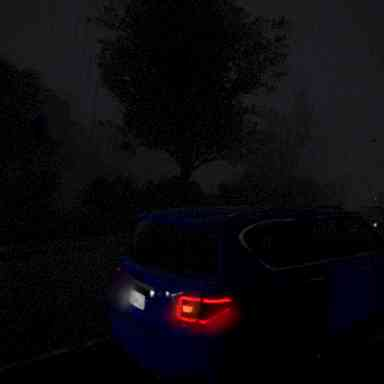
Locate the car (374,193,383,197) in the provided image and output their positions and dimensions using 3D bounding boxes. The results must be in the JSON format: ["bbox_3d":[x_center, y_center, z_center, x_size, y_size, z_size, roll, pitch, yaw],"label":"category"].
[{"bbox_3d":[30.105,0.943,52.923,2.097,1.767,4.553,0,0,25],"label":"car"}]

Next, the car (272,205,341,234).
[{"bbox_3d":[6.726,1.491,19.226,1.895,1.301,4.718,0,0,45],"label":"car"}]

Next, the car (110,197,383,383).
[{"bbox_3d":[1.549,1.197,5.102,5.566,2.045,2.150,0,0,-38],"label":"car"}]

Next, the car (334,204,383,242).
[{"bbox_3d":[8.923,1.412,16.536,1.812,1.442,4.674,0,0,45],"label":"car"}]
